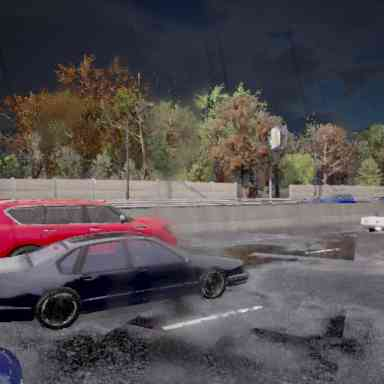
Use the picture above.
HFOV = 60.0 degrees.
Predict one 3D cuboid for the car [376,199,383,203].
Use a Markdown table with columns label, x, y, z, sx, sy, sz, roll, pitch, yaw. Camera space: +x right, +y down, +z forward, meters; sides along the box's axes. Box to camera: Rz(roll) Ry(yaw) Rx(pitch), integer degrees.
| label | x | y | z | sx | sy | sz | roll | pitch | yaw |
| --- | --- | --- | --- | --- | --- | --- | --- | --- | --- |
| car | 23.317 | 1.531 | 37.563 | 4.674 | 1.442 | 1.812 | 0 | 0 | -30 |

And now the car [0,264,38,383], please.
| label | x | y | z | sx | sy | sz | roll | pitch | yaw |
| --- | --- | --- | --- | --- | --- | --- | --- | --- | --- |
| car | -3.414 | 1.526 | 1.612 | 4.674 | 1.442 | 1.812 | 0 | 0 | -30 |

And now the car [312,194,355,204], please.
| label | x | y | z | sx | sy | sz | roll | pitch | yaw |
| --- | --- | --- | --- | --- | --- | --- | --- | --- | --- |
| car | 18.622 | 1.227 | 42.934 | 5.566 | 2.045 | 2.150 | 0 | 0 | -30 |

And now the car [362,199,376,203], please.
| label | x | y | z | sx | sy | sz | roll | pitch | yaw |
| --- | --- | --- | --- | --- | --- | --- | --- | --- | --- |
| car | 22.658 | 1.554 | 41.228 | 5.357 | 1.411 | 2.033 | 0 | 0 | -30 |

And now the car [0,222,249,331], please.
| label | x | y | z | sx | sy | sz | roll | pitch | yaw |
| --- | --- | --- | --- | --- | --- | --- | --- | --- | --- |
| car | -1.435 | 1.547 | 6.805 | 5.357 | 1.411 | 2.033 | 0 | 0 | -30 |

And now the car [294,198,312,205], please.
| label | x | y | z | sx | sy | sz | roll | pitch | yaw |
| --- | --- | --- | --- | --- | --- | --- | --- | --- | --- |
| car | 16.517 | 1.552 | 45.760 | 5.357 | 1.411 | 2.033 | 0 | 0 | -30 |

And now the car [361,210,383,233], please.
| label | x | y | z | sx | sy | sz | roll | pitch | yaw |
| --- | --- | --- | --- | --- | --- | --- | --- | --- | --- |
| car | 11.606 | 1.601 | 18.408 | 4.718 | 1.301 | 1.895 | 0 | 0 | -30 |

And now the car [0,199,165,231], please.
| label | x | y | z | sx | sy | sz | roll | pitch | yaw |
| --- | --- | --- | --- | --- | --- | --- | --- | --- | --- |
| car | -3.211 | 1.224 | 9.820 | 5.566 | 2.045 | 2.150 | 0 | 0 | -30 |
